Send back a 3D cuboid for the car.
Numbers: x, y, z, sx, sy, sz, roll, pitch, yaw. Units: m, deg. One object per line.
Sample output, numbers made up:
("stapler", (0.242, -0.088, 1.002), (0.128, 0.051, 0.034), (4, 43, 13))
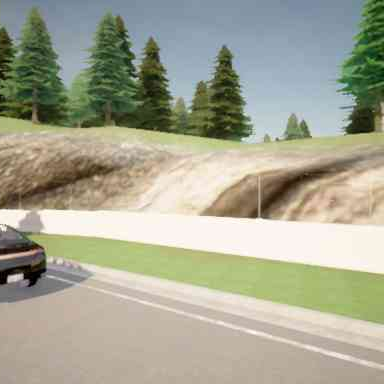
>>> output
("car", (-5.418, 1.453, 7.880), (4.902, 1.511, 2.128), (0, 0, 35))
